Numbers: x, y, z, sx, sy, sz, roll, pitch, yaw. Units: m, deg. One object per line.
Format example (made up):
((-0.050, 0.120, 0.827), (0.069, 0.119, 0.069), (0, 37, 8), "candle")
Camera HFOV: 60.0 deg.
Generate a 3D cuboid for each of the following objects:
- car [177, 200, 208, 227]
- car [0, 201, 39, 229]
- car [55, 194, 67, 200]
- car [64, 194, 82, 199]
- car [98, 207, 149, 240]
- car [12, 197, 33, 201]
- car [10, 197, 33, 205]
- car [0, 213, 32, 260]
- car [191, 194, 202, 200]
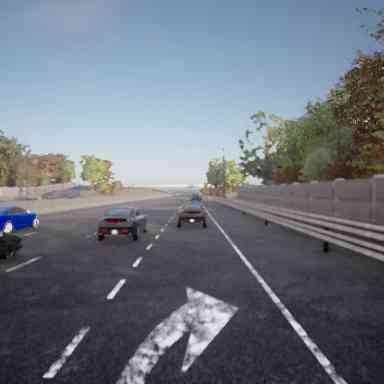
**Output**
((0.002, 1.519, 23.064), (1.837, 1.490, 4.892), (0, 0, 0), "car")
((-10.395, 1.487, 18.619), (1.882, 1.535, 5.008), (0, 0, 0), "car")
((-24.494, 1.341, 64.233), (2.150, 2.045, 5.566), (0, 0, 0), "car")
((-21.001, 1.651, 61.076), (2.033, 1.411, 5.357), (0, 0, 0), "car")
((-3.397, 1.512, 16.993), (1.837, 1.490, 4.892), (0, 0, 0), "car")
((-28.003, 1.589, 54.675), (1.837, 1.490, 4.892), (0, 2, 0), "car")
((-31.493, 1.619, 61.632), (1.812, 1.442, 4.674), (0, 0, 0), "car")
((-6.897, 1.549, 9.369), (2.033, 1.411, 5.357), (0, 0, 0), "car")
((1.281, 1.446, 87.716), (2.150, 2.045, 5.566), (0, -1, 11), "car")
